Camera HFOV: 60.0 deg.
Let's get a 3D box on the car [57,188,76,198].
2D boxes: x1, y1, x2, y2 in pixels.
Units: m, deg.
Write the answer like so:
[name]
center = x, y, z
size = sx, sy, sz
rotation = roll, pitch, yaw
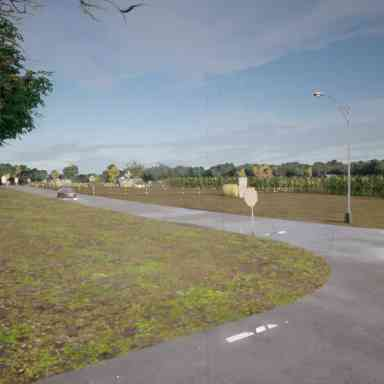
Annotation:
[car]
center = -18.812, 0.094, 49.808
size = 1.812, 1.442, 4.674
rotation = -2, 3, -36
